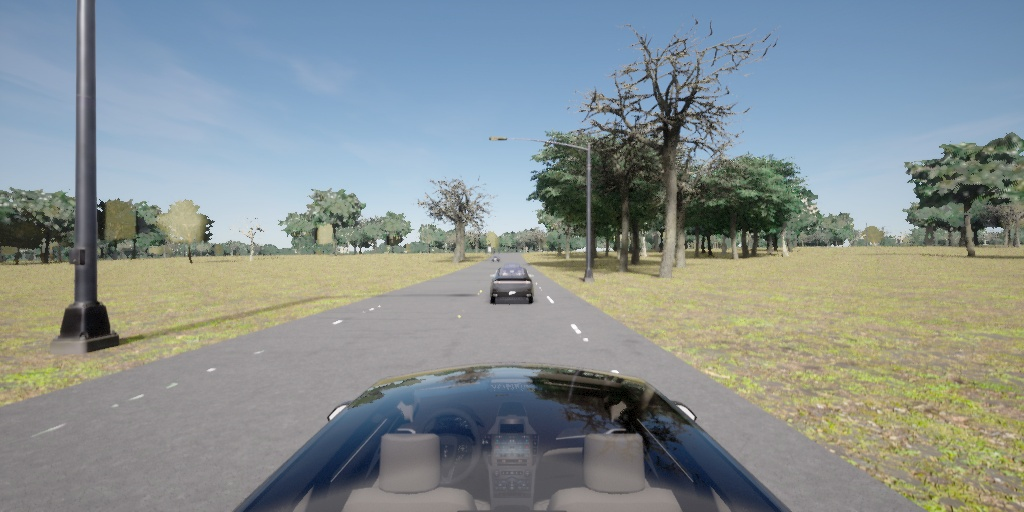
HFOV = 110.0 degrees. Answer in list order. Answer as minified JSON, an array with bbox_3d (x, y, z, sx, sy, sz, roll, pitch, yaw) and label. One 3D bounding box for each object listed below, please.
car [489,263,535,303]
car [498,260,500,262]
[{"bbox_3d":[0.000,1.247,16.501,2.128,1.511,4.902,0,0,0],"label":"car"},{"bbox_3d":[0.000,1.279,31.499,2.033,1.411,5.357,0,0,0],"label":"car"}]
